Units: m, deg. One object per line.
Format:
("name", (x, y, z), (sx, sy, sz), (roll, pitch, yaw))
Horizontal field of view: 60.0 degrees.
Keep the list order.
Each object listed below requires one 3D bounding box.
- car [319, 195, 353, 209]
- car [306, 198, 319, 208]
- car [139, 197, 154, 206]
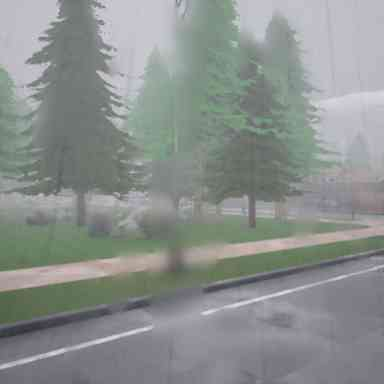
("car", (19.377, 1.288, 44.114), (4.605, 1.855, 1.932), (0, 0, -37))
("car", (17.559, 1.289, 45.894), (3.866, 1.878, 1.905), (0, 0, -37))
("car", (-7.709, 1.619, 58.126), (2.033, 1.411, 5.357), (0, 0, -42))
